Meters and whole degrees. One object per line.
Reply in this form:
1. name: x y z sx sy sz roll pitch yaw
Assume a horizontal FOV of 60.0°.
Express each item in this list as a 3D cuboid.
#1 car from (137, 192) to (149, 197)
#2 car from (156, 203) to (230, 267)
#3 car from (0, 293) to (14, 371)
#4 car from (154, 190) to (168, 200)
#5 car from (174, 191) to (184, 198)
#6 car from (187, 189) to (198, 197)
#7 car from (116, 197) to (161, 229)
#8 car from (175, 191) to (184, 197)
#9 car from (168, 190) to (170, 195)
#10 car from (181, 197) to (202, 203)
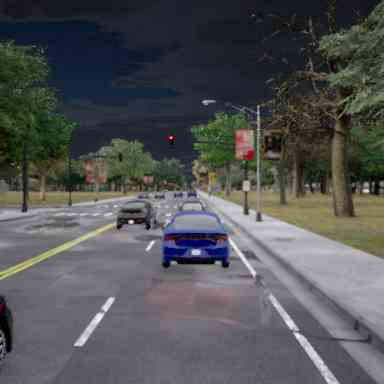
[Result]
1. car: -9.699 0.773 66.516 1.994 1.385 4.181 0 1 0
2. car: 0.113 1.343 10.876 1.882 1.535 5.008 0 1 0
3. car: -3.146 1.463 2.234 2.128 1.511 4.902 0 1 0
4. car: -6.452 0.693 66.574 1.882 1.535 5.008 0 1 0
5. car: -3.187 0.583 76.544 1.882 1.535 5.008 0 1 0
6. car: 0.063 0.330 76.568 2.150 2.045 5.566 0 1 0
7. car: -3.134 1.265 19.571 1.837 1.490 4.892 0 1 0
8. car: -3.178 0.412 86.958 2.033 1.411 5.357 0 1 0
9. car: -6.432 0.141 81.954 1.882 1.535 5.008 0 1 0
10. car: 0.037 1.271 20.837 1.812 1.442 4.674 0 1 1
